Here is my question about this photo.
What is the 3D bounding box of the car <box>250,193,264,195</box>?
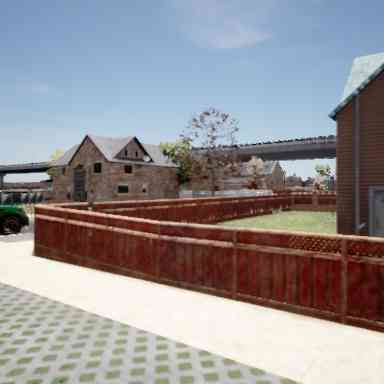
[{"bbox_3d":[8.343,0.844,43.937,1.895,1.301,4.718,0,1,37],"label":"car"}]

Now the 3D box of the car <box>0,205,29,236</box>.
[{"bbox_3d":[-10.132,1.019,14.423,2.150,2.045,5.566,0,1,37],"label":"car"}]
